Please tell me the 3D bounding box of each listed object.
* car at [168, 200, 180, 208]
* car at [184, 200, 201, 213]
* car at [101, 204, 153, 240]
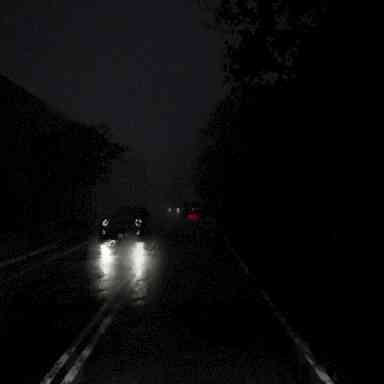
[{"bbox_3d":[-3.112,2.098,60.322,1.812,1.442,4.674,0,-1,1],"label":"car"},{"bbox_3d":[0.115,1.836,41.832,1.837,1.490,4.892,0,-1,0],"label":"car"},{"bbox_3d":[-3.346,1.472,17.798,2.097,1.767,4.553,0,0,0],"label":"car"}]
